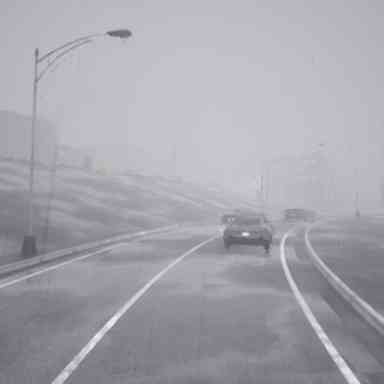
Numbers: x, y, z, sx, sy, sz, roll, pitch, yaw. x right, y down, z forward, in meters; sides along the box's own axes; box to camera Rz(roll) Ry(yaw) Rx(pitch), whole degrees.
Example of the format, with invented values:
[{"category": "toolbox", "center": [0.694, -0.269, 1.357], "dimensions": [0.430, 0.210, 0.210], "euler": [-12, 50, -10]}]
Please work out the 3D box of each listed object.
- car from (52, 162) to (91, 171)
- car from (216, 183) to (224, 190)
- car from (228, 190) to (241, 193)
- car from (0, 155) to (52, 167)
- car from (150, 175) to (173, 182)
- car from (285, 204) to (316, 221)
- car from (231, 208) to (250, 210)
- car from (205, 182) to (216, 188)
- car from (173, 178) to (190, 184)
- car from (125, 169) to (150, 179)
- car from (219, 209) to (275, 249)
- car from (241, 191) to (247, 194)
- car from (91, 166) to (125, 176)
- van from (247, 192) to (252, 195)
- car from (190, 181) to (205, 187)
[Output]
[{"category": "car", "center": [-15.499, -2.929, 41.531], "dimensions": [2.002, 1.452, 4.674], "euler": [-2, -4, 37]}, {"category": "car", "center": [5.253, -0.955, 74.439], "dimensions": [2.435, 2.045, 5.566], "euler": [-2, -4, 29]}, {"category": "car", "center": [10.203, 0.137, 84.258], "dimensions": [2.002, 1.452, 4.674], "euler": [-1, -5, 26]}, {"category": "car", "center": [-18.846, -3.262, 37.118], "dimensions": [2.231, 1.521, 4.892], "euler": [-2, -4, 38]}, {"category": "car", "center": [-5.962, -2.012, 55.328], "dimensions": [2.163, 1.488, 4.792], "euler": [-2, -4, 33]}, {"category": "car", "center": [10.294, 1.910, 31.400], "dimensions": [1.882, 1.535, 5.008], "euler": [-2, -2, 33]}, {"category": "car", "center": [4.029, 2.007, 28.249], "dimensions": [1.895, 1.301, 4.718], "euler": [-2, -2, 29]}, {"category": "car", "center": [2.563, -1.198, 69.520], "dimensions": [2.185, 1.767, 4.553], "euler": [-2, -4, 30]}, {"category": "car", "center": [-3.020, -1.690, 59.987], "dimensions": [2.002, 1.452, 4.674], "euler": [-2, -4, 32]}, {"category": "car", "center": [-9.106, -2.487, 50.561], "dimensions": [2.185, 1.767, 4.553], "euler": [-2, -4, 35]}, {"category": "car", "center": [2.707, 1.685, 15.249], "dimensions": [1.994, 1.385, 4.181], "euler": [-1, -1, 16]}, {"category": "car", "center": [12.546, 0.576, 89.261], "dimensions": [2.002, 1.452, 4.674], "euler": [-1, -5, 25]}, {"category": "car", "center": [-12.248, -2.666, 46.019], "dimensions": [2.097, 1.535, 5.008], "euler": [-2, -4, 36]}, {"category": "van", "center": [14.871, 0.786, 94.437], "dimensions": [1.878, 1.987, 4.442], "euler": [-1, -5, 24]}, {"category": "car", "center": [-0.230, -1.418, 64.628], "dimensions": [2.231, 1.521, 4.892], "euler": [-2, -4, 31]}]
